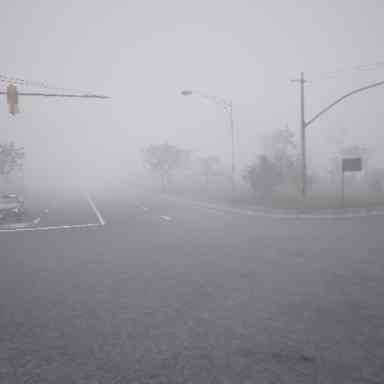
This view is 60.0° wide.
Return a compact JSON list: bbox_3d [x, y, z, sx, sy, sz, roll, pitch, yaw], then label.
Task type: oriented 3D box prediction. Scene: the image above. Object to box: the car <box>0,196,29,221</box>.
[{"bbox_3d":[-11.318,0.977,20.507,1.812,1.442,4.674,-3,3,-19],"label":"car"}]
